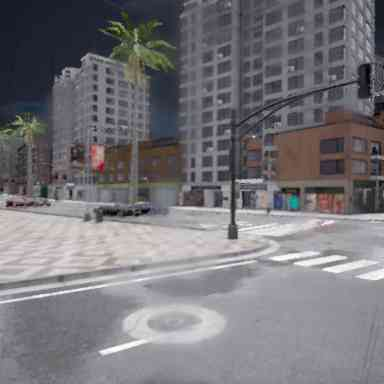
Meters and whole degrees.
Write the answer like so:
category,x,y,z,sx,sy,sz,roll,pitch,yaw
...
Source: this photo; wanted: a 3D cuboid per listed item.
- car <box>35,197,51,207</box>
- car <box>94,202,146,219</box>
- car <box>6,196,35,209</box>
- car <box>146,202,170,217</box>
category,x,y,z,sx,sy,sz,roll,pitch,yaw
car,-21.907,1.465,47.824,4.181,1.385,1.994,0,0,45
car,-6.540,1.626,29.351,4.718,1.301,1.895,0,0,41
car,-23.485,1.364,44.816,5.008,1.535,1.882,0,0,45
car,-4.290,1.648,31.702,4.718,1.301,1.895,0,0,41
